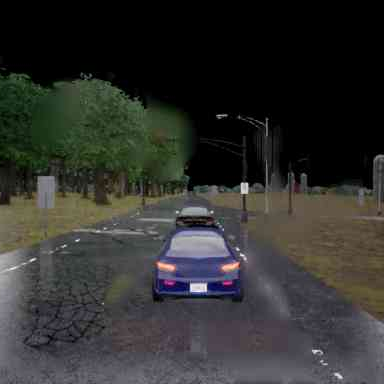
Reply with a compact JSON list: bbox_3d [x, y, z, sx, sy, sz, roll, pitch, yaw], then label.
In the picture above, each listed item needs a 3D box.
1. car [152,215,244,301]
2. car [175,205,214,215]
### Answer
[{"bbox_3d":[0.122,1.516,8.152,1.812,1.442,4.674,0,0,0],"label":"car"},{"bbox_3d":[0.138,1.432,17.431,1.882,1.535,5.008,0,0,0],"label":"car"}]
